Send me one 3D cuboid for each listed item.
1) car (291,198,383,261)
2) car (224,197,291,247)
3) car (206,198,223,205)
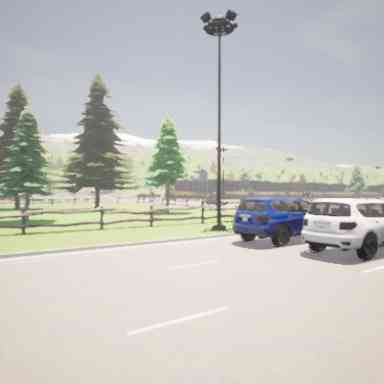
[{"bbox_3d":[6.582,1.280,12.790,5.566,2.045,2.150,1,0,-35],"label":"car"},{"bbox_3d":[4.414,1.278,15.538,5.566,2.045,2.150,1,0,-35],"label":"car"},{"bbox_3d":[4.646,1.735,61.774,2.033,1.411,5.357,0,0,-35],"label":"car"}]
